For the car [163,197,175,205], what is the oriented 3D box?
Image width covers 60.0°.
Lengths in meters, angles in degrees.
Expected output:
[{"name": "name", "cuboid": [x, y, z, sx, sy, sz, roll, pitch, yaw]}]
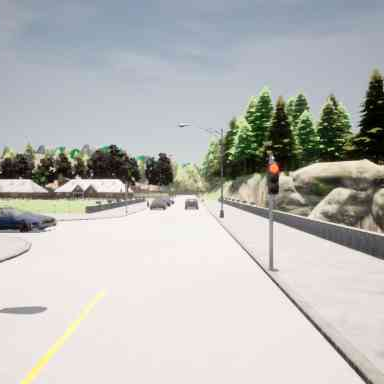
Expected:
[{"name": "car", "cuboid": [-4.263, 1.601, 62.194, 1.895, 1.301, 4.718, 0, 0, 0]}]

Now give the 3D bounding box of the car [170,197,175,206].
[{"name": "car", "cuboid": [-4.265, 1.547, 52.382, 2.033, 1.411, 5.357, 0, 0, -1]}]

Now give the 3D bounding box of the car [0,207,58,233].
[{"name": "car", "cuboid": [-10.630, 1.547, 19.024, 5.357, 1.411, 2.033, 0, 0, 4]}]

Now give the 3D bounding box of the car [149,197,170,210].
[{"name": "car", "cuboid": [-4.240, 1.526, 42.674, 1.812, 1.442, 4.674, 0, 0, -1]}]

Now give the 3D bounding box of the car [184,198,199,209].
[{"name": "car", "cuboid": [-0.048, 1.547, 46.183, 2.033, 1.411, 5.357, 0, 0, 0]}]
